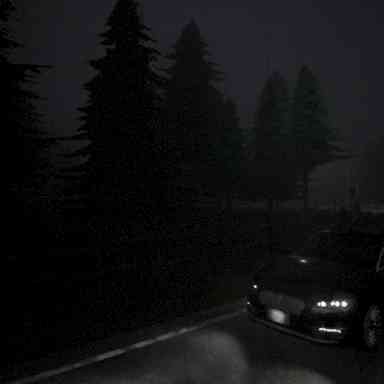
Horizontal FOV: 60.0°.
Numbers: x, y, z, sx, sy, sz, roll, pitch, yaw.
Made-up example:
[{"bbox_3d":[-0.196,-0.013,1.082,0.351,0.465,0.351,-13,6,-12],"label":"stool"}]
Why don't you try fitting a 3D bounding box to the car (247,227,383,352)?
[{"bbox_3d":[3.046,1.472,6.296,4.902,1.511,2.128,0,0,-41],"label":"car"}]
